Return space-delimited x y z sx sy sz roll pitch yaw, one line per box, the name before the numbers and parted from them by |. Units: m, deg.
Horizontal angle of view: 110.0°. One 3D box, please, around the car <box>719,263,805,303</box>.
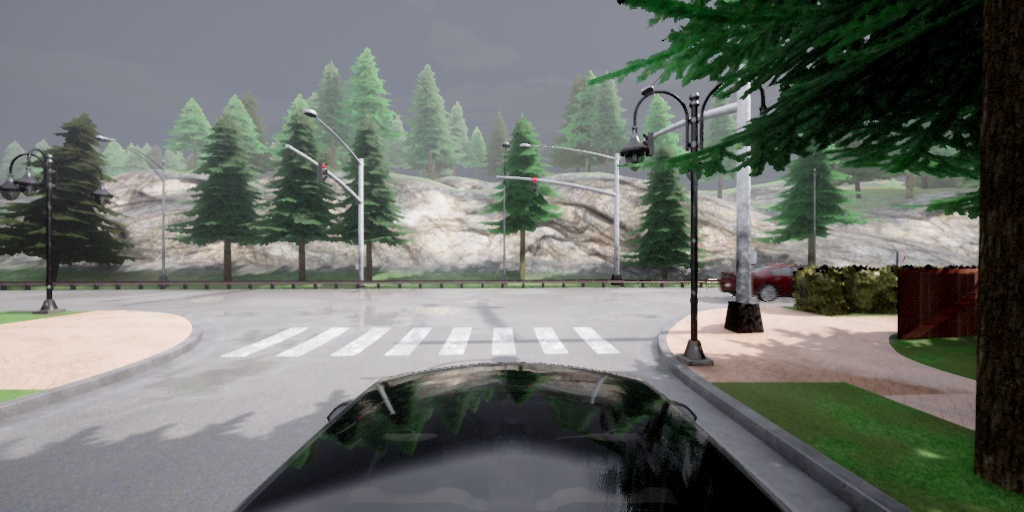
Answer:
car | 11.370 1.057 14.922 5.008 1.535 1.882 0 0 -3
